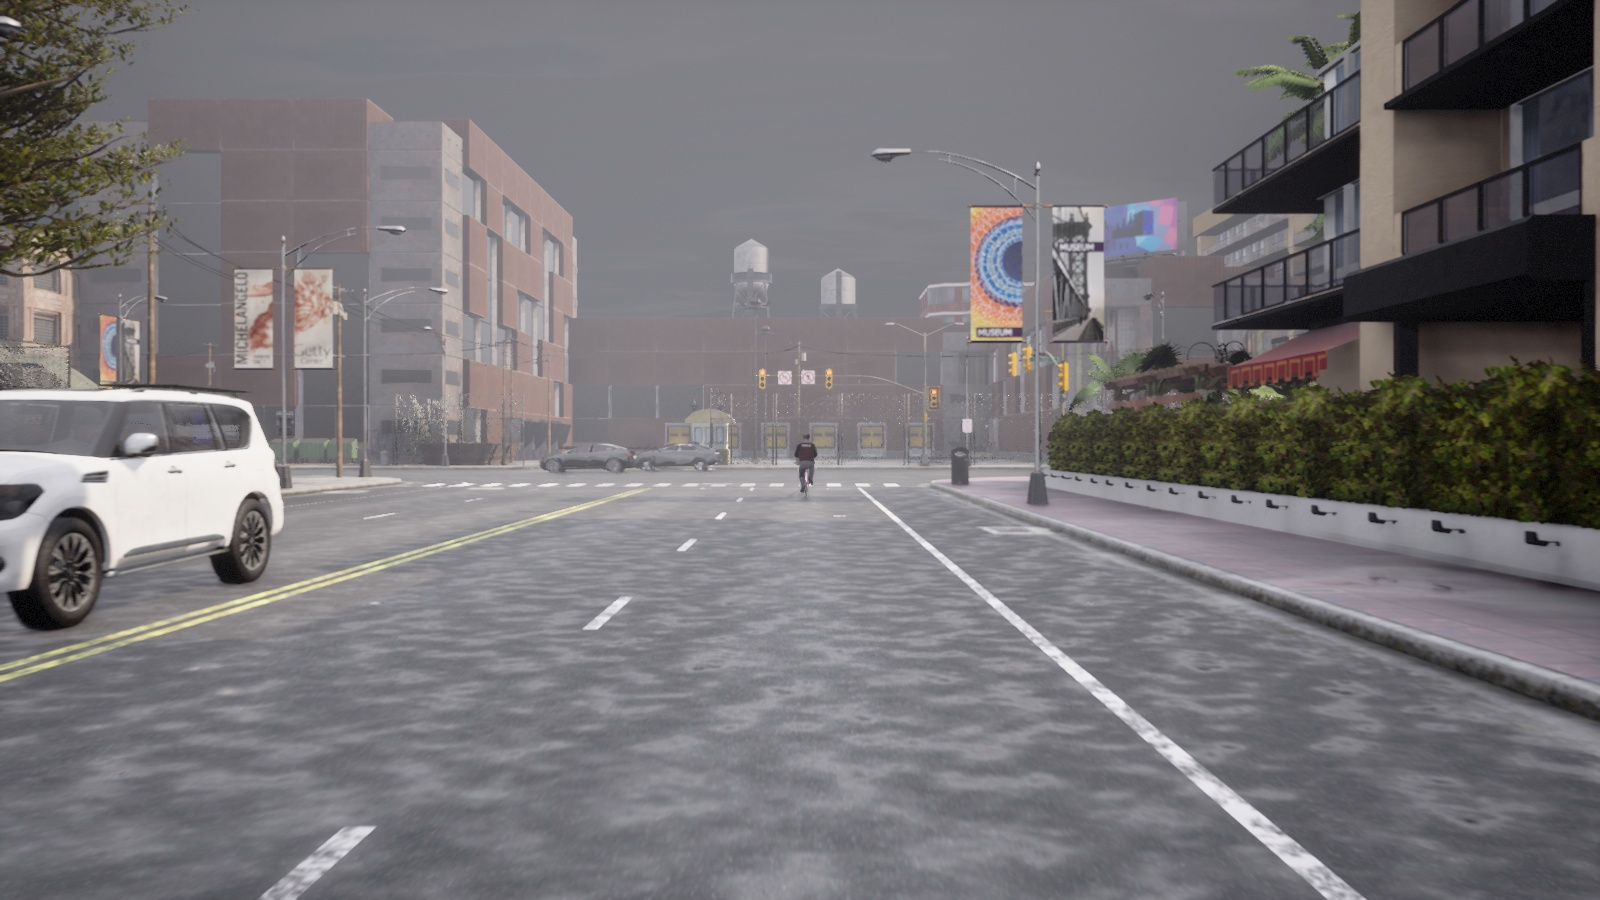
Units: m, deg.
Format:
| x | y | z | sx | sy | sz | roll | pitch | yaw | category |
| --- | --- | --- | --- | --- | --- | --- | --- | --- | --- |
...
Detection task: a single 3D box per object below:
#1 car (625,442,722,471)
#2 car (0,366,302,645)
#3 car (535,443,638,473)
| x | y | z | sx | sy | sz | roll | pitch | yaw | category |
| --- | --- | --- | --- | --- | --- | --- | --- | --- | --- |
| -6.678 | 0.330 | 66.572 | 4.902 | 1.511 | 2.128 | 0 | 0 | 1 | car |
| -6.921 | 0.395 | 11.886 | 2.150 | 2.045 | 5.566 | 0 | 0 | 1 | car |
| -10.700 | 0.389 | 63.125 | 4.792 | 1.488 | 2.163 | 0 | 0 | 1 | car |
